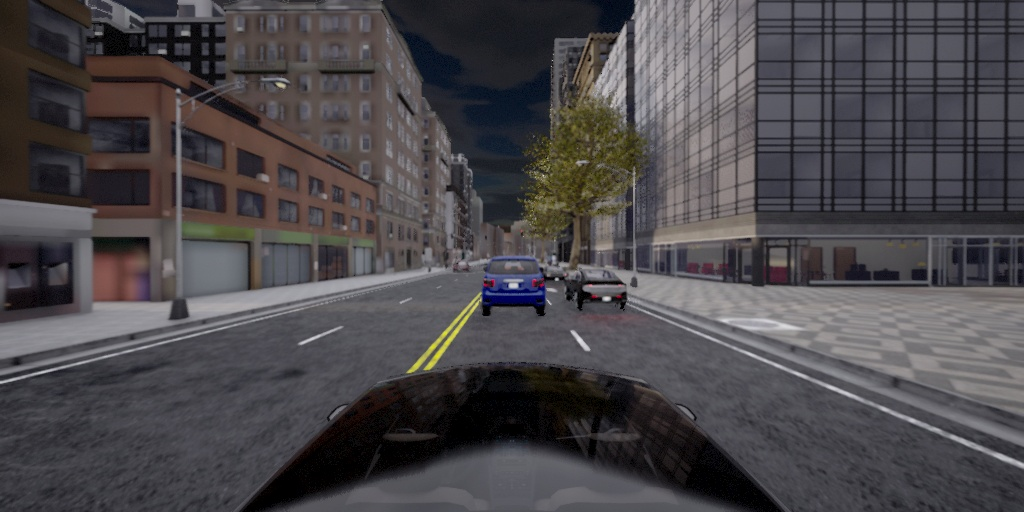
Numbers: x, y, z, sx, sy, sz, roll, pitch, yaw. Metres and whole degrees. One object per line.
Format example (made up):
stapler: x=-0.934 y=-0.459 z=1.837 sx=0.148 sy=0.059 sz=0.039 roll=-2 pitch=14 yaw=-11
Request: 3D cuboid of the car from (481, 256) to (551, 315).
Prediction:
car: x=0.071 y=1.016 z=13.882 sx=2.150 sy=2.045 sz=5.566 roll=0 pitch=0 yaw=0

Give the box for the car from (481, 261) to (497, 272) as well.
car: x=-3.270 y=1.451 z=52.184 sx=2.033 sy=1.411 sz=5.357 roll=0 pitch=0 yaw=0

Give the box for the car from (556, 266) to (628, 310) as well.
car: x=3.328 y=1.287 z=14.955 sx=2.128 sy=1.511 sz=4.902 roll=0 pitch=0 yaw=0

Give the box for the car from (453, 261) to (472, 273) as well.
car: x=-6.556 y=1.417 z=47.286 sx=1.812 sy=1.442 sz=4.674 roll=0 pitch=0 yaw=0

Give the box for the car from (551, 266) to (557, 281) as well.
car: x=3.327 y=1.439 z=28.680 sx=1.895 sy=1.301 sz=4.718 roll=0 pitch=0 yaw=0
